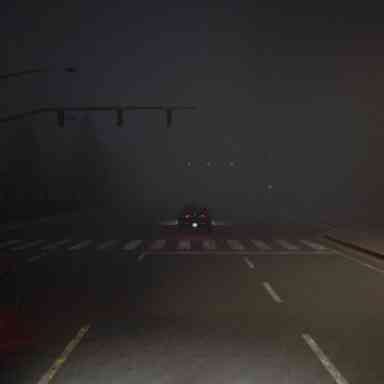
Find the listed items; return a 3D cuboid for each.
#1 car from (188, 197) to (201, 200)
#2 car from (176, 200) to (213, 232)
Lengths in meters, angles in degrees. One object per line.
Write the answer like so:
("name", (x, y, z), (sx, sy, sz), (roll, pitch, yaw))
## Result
("car", (0.212, 1.354, 41.950), (1.812, 1.442, 4.674), (0, 0, 0))
("car", (0.154, 1.425, 19.465), (1.837, 1.490, 4.892), (0, 0, 0))
